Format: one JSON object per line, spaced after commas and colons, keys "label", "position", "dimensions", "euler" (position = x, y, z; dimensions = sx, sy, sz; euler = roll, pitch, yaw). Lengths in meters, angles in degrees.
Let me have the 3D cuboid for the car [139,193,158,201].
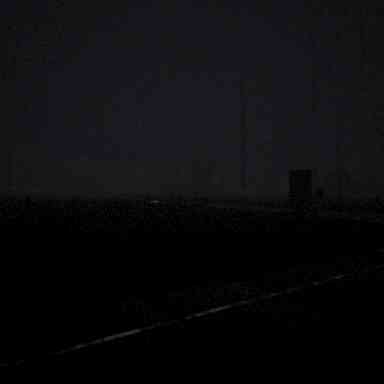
{"label": "car", "position": [-7.655, 0.792, 58.142], "dimensions": [1.994, 1.385, 4.181], "euler": [-1, 1, -34]}
